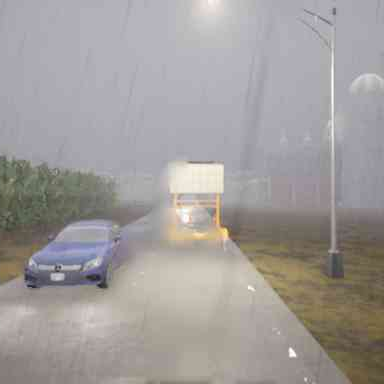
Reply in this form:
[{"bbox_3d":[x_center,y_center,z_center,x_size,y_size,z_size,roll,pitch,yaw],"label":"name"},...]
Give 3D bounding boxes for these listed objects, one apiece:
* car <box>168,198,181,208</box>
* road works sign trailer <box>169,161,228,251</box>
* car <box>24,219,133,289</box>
[{"bbox_3d":[-2.808,1.790,53.483,2.128,1.511,4.902,0,-1,0],"label":"car"},{"bbox_3d":[0.194,0.495,14.235,2.380,3.560,2.880,0,0,-4],"label":"road works sign trailer"},{"bbox_3d":[-2.836,1.541,9.330,1.812,1.442,4.674,0,0,0],"label":"car"}]
